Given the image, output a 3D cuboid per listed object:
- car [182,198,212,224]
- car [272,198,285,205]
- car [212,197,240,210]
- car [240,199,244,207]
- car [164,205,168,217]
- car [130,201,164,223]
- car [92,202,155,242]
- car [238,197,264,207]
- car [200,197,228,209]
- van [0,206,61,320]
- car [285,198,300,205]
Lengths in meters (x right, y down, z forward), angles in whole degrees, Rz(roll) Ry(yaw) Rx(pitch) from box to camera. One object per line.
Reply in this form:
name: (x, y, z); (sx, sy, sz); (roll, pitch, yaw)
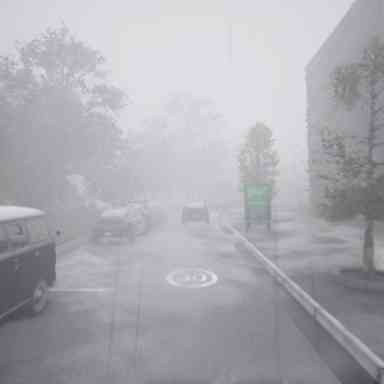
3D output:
car: (0.351, 1.439, 24.801); (1.882, 1.535, 5.008); (0, 1, 3)
car: (14.466, 1.886, 62.267); (5.008, 1.535, 2.097); (1, -4, -40)
car: (4.046, 1.484, 42.247); (2.033, 1.411, 5.357); (-2, -1, 23)
car: (6.829, 1.675, 54.022); (2.097, 1.535, 5.008); (-3, -4, 36)
car: (-3.172, 1.463, 27.724); (2.097, 1.535, 5.008); (0, 0, 2)
car: (-3.411, 1.348, 22.022); (2.185, 1.767, 4.553); (-1, 0, 2)
car: (-3.410, 1.487, 16.313); (2.231, 1.521, 4.892); (0, 0, 2)
car: (10.357, 1.779, 58.471); (2.231, 1.521, 4.892); (-4, -4, 42)
car: (3.393, 1.601, 49.275); (2.231, 1.521, 4.892); (-2, -1, 29)
van: (-3.629, 1.259, 5.060); (1.878, 1.987, 4.442); (1, 0, 2)
car: (19.117, 1.947, 65.632); (4.892, 1.521, 2.231); (1, -4, -32)
